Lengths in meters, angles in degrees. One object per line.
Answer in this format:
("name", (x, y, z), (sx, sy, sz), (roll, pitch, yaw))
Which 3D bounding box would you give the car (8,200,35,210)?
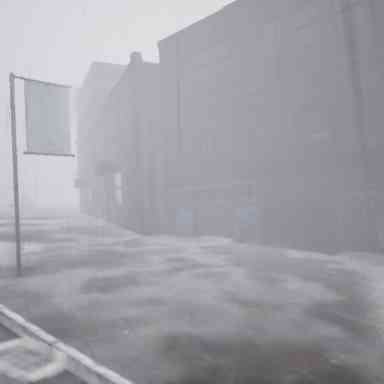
("car", (-26.973, 1.987, 52.797), (1.837, 1.490, 4.892), (-4, -1, 7))

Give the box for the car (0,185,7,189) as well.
("car", (-47.417, -0.965, 79.407), (2.231, 1.521, 4.892), (-4, -3, 5))
